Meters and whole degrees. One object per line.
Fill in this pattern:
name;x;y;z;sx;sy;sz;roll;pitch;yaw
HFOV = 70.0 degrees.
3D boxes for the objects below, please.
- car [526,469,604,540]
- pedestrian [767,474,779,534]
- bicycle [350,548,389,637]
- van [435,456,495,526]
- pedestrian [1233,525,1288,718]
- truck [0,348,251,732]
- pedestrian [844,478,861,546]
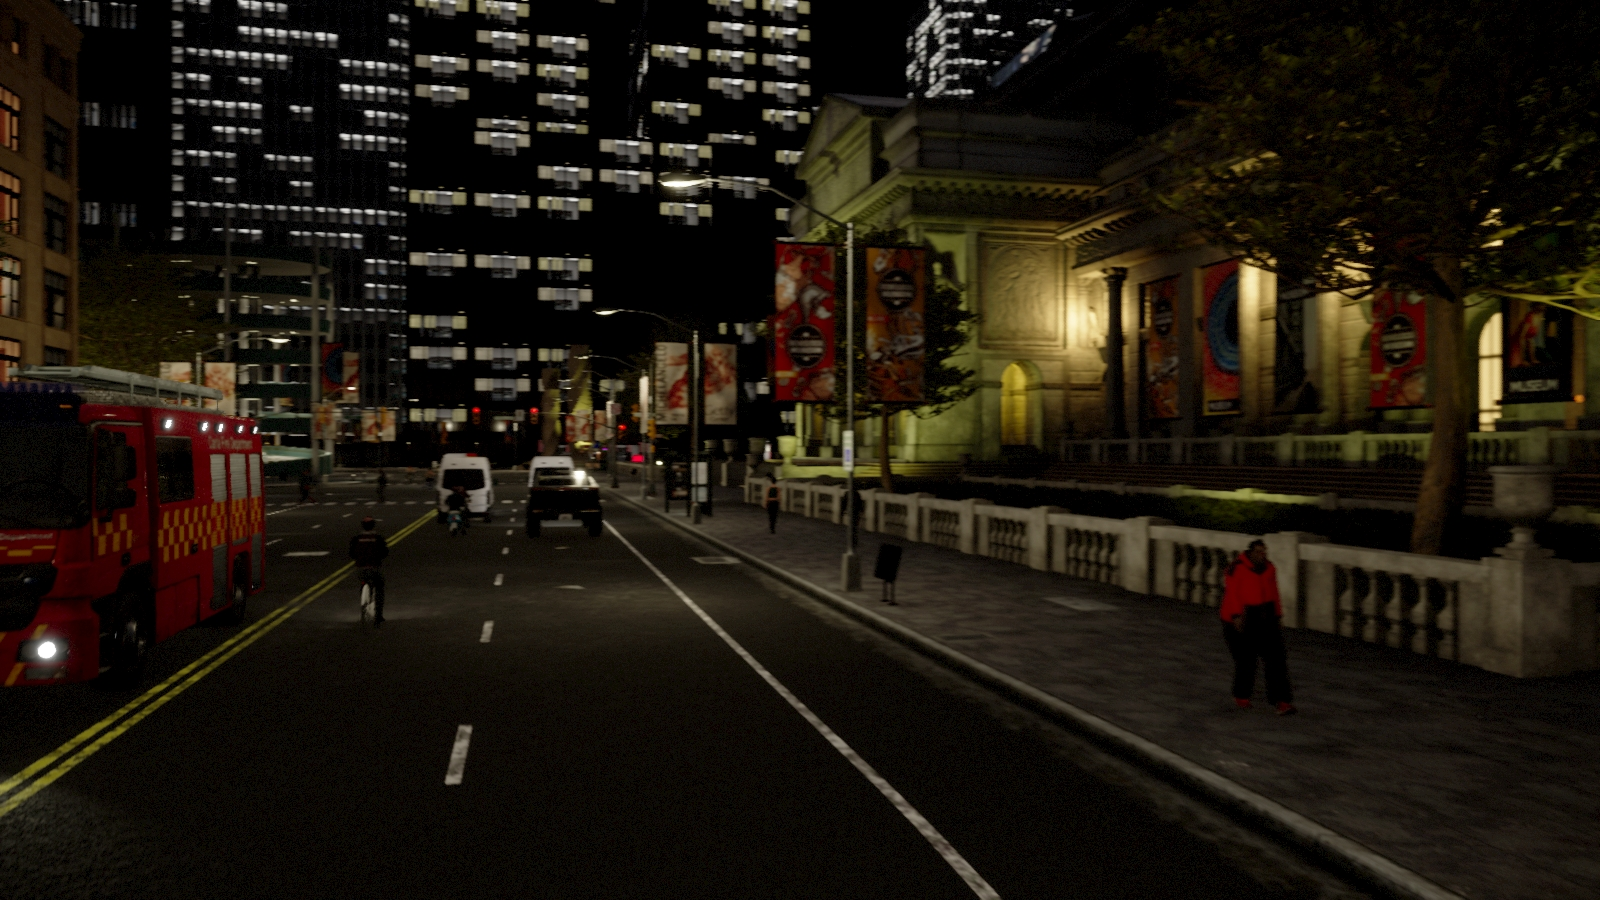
car;-8.079;1.762;38.901;2.390;2.098;6.274;0;0;-13
pedestrian;-0.847;1.698;36.012;0.375;1.860;0.375;0;0;0
bicycle;-6.796;2.218;18.074;0.329;1.171;1.835;0;0;-13
van;-13.260;1.549;45.520;1.988;2.561;5.915;0;0;-13
pedestrian;4.578;1.690;11.362;0.375;1.860;0.375;0;0;-7
truck;-9.927;0.902;15.291;2.891;3.827;8.468;0;0;-13
pedestrian;1.442;1.694;31.442;0.375;1.860;0.375;0;0;-13
